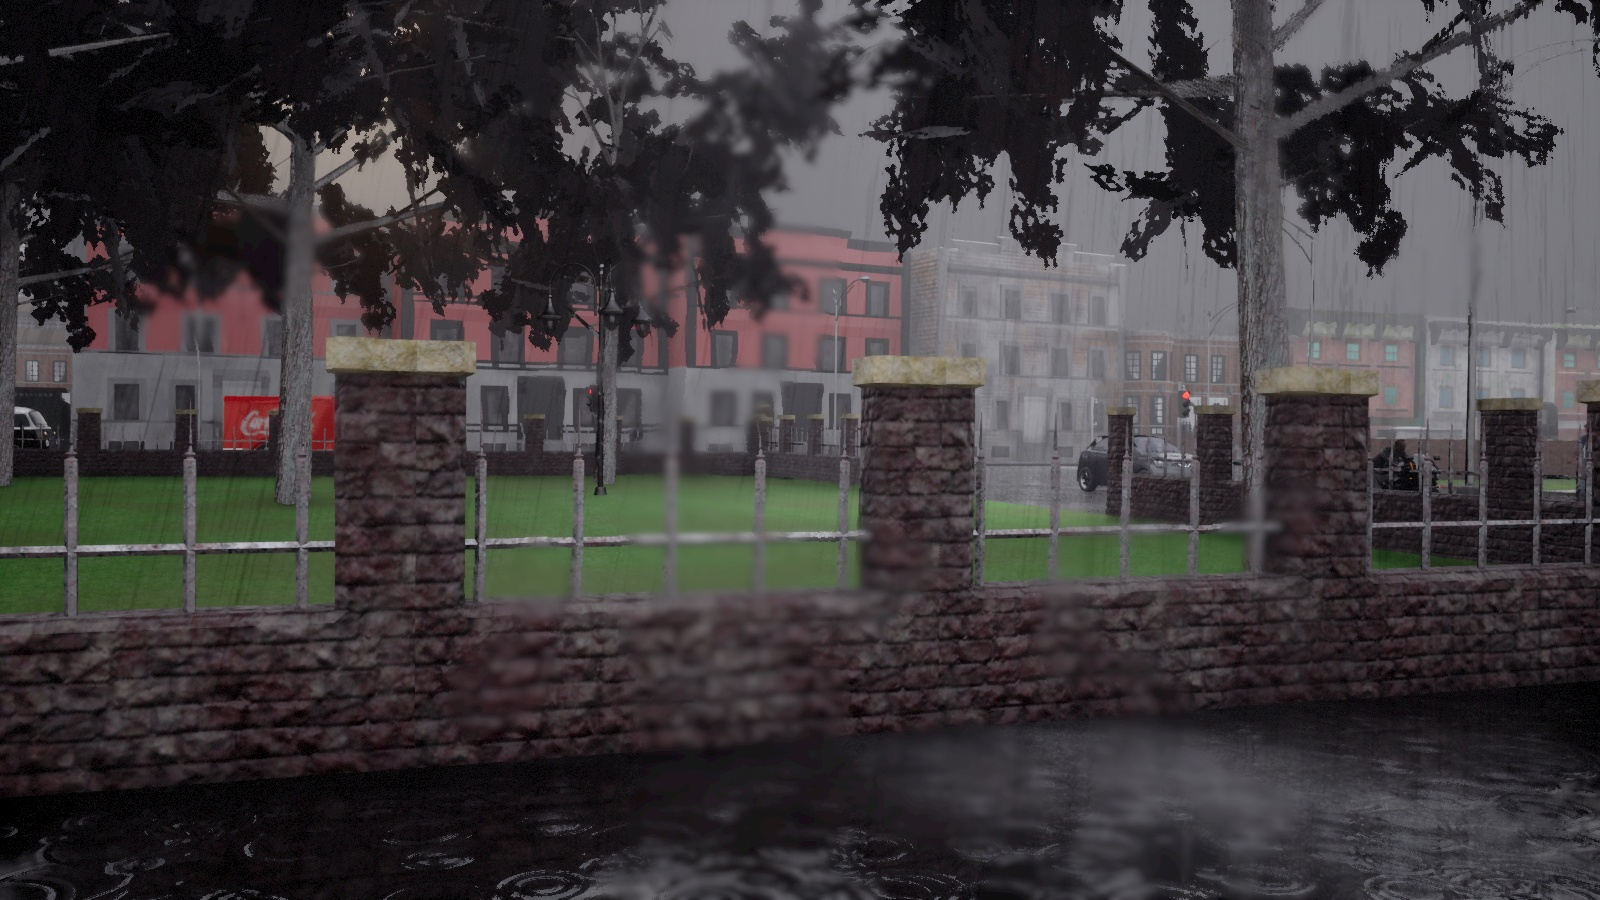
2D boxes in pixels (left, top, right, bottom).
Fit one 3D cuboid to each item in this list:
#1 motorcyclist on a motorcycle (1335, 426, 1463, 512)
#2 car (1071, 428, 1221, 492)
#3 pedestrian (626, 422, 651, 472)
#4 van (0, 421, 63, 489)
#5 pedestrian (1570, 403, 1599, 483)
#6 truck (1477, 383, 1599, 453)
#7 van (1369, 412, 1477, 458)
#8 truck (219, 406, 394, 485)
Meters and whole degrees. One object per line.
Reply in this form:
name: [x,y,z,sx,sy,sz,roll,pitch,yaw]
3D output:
motorcyclist on a motorcycle: [11.227,0.327,23.635,0.866,1.530,2.191,-1,1,-21]
car: [8.567,0.208,31.409,1.845,1.501,3.633,-1,1,-20]
pedestrian: [-6.167,-0.125,47.915,0.563,1.883,0.849,-1,1,-42]
van: [-25.457,0.169,38.585,4.480,2.038,2.069,-1,1,-19]
pedestrian: [18.336,-0.165,29.191,0.354,1.836,0.706,-1,1,-9]
truck: [39.333,-1.667,65.019,7.936,3.462,2.891,-1,1,-19]
van: [28.276,-0.683,57.030,4.442,1.987,1.775,-1,1,-19]
truck: [-16.271,-0.192,41.748,5.204,2.467,2.627,-1,1,-18]
